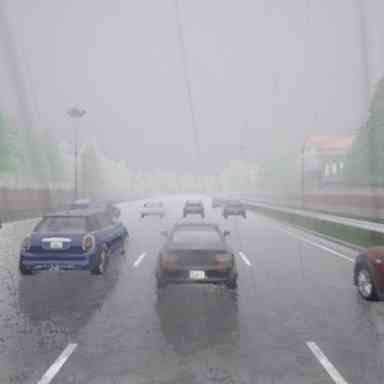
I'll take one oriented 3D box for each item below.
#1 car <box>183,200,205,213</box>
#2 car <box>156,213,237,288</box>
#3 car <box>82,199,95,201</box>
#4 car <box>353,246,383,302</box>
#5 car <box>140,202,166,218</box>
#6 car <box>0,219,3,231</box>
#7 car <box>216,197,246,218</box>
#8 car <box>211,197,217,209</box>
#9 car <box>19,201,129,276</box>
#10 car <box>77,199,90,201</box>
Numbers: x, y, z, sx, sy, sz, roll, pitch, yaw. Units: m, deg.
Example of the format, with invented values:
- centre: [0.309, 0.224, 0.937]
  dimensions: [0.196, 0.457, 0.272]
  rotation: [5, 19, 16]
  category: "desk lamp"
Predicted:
- centre: [0.157, 1.453, 31.029]
  dimensions: [2.128, 1.511, 4.902]
  rotation: [0, 0, 0]
  category: "car"
- centre: [0.102, 1.514, 9.069]
  dimensions: [1.812, 1.442, 4.674]
  rotation: [0, 0, 0]
  category: "car"
- centre: [-6.854, 1.511, 25.618]
  dimensions: [2.033, 1.411, 5.357]
  rotation: [0, 0, 0]
  category: "car"
- centre: [4.558, 1.347, 5.432]
  dimensions: [2.097, 1.767, 4.553]
  rotation: [0, 0, 0]
  category: "car"
- centre: [-3.345, 1.562, 29.639]
  dimensions: [1.895, 1.301, 4.718]
  rotation: [0, 0, 0]
  category: "car"
- centre: [-10.374, 1.577, 14.519]
  dimensions: [1.895, 1.301, 4.718]
  rotation: [0, 0, 0]
  category: "car"
- centre: [3.598, 1.458, 29.437]
  dimensions: [2.128, 1.511, 4.902]
  rotation: [0, 0, 1]
  category: "car"
- centre: [3.632, 1.438, 45.079]
  dimensions: [2.128, 1.511, 4.902]
  rotation: [0, 0, 1]
  category: "car"
- centre: [-3.382, 1.337, 10.437]
  dimensions: [2.097, 1.767, 4.553]
  rotation: [0, 0, 0]
  category: "car"
- centre: [-10.338, 1.431, 32.695]
  dimensions: [1.882, 1.535, 5.008]
  rotation: [0, 0, 0]
  category: "car"
